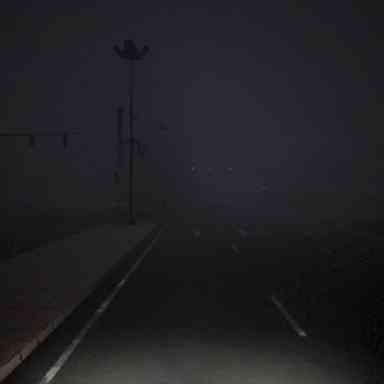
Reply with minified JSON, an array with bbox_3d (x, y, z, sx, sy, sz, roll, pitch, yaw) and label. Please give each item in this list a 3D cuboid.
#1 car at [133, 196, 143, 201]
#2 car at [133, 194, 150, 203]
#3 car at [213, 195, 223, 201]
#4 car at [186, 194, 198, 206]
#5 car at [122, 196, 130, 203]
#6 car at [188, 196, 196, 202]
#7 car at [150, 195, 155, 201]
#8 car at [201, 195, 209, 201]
[{"bbox_3d":[-14.894,1.790,91.218,1.994,1.385,4.181,0,0,0],"label":"car"},{"bbox_3d":[-11.492,1.433,75.386,2.150,2.045,5.566,0,0,0],"label":"car"},{"bbox_3d":[7.087,1.590,88.262,2.097,1.767,4.553,0,0,0],"label":"car"},{"bbox_3d":[0.001,1.509,56.933,2.097,1.767,4.553,0,0,0],"label":"car"},{"bbox_3d":[-14.992,1.733,75.470,2.128,1.511,4.902,0,0,0],"label":"car"},{"bbox_3d":[0.084,1.755,87.838,2.128,1.511,4.902,0,0,0],"label":"car"},{"bbox_3d":[-11.394,1.592,91.221,2.097,1.767,4.553,0,0,0],"label":"car"},{"bbox_3d":[3.585,1.828,87.927,1.895,1.301,4.718,0,0,0],"label":"car"}]
